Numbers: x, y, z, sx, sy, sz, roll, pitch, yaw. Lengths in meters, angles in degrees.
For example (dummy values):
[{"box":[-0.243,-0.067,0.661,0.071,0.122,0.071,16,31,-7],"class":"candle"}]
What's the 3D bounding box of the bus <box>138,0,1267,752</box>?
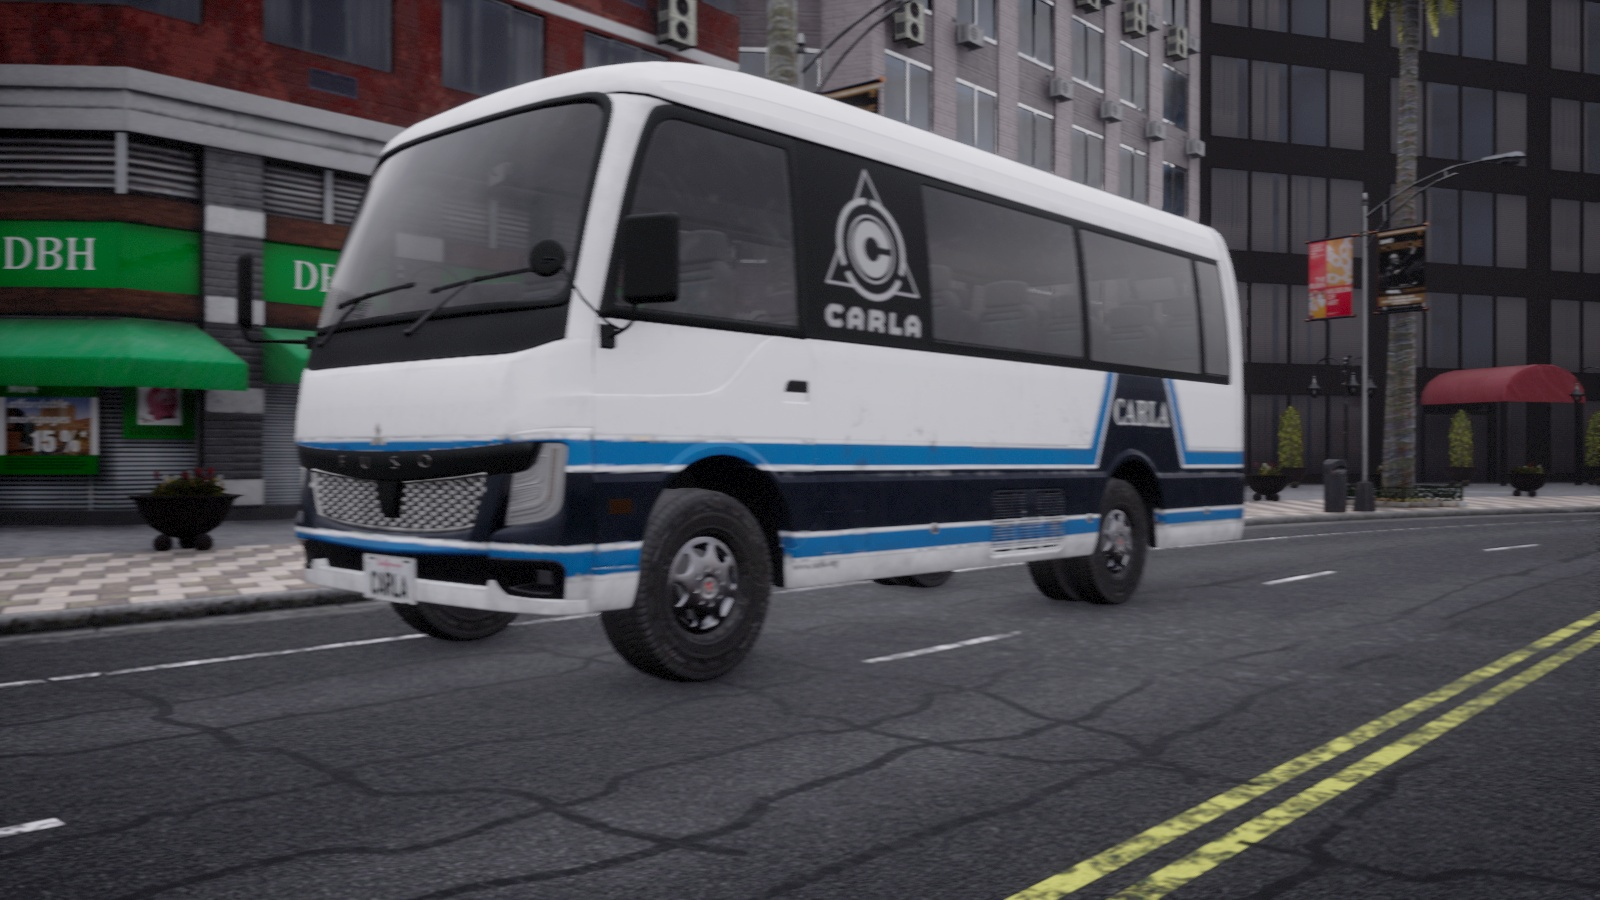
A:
[{"box":[0.250,-0.606,11.339,3.944,4.253,10.273,0,0,42],"class":"bus"}]
